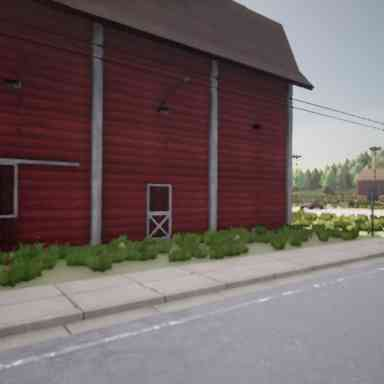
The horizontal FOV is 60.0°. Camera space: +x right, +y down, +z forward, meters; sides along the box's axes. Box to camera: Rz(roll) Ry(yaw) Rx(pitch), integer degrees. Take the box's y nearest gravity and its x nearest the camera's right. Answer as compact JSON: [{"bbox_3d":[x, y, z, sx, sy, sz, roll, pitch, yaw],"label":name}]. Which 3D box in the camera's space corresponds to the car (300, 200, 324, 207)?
[{"bbox_3d":[18.213,1.936,50.535,4.193,1.474,1.816,1,0,-36],"label":"car"}]

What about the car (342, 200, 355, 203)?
[{"bbox_3d":[27.900,2.077,59.085,3.905,1.438,1.784,1,0,-36],"label":"car"}]
